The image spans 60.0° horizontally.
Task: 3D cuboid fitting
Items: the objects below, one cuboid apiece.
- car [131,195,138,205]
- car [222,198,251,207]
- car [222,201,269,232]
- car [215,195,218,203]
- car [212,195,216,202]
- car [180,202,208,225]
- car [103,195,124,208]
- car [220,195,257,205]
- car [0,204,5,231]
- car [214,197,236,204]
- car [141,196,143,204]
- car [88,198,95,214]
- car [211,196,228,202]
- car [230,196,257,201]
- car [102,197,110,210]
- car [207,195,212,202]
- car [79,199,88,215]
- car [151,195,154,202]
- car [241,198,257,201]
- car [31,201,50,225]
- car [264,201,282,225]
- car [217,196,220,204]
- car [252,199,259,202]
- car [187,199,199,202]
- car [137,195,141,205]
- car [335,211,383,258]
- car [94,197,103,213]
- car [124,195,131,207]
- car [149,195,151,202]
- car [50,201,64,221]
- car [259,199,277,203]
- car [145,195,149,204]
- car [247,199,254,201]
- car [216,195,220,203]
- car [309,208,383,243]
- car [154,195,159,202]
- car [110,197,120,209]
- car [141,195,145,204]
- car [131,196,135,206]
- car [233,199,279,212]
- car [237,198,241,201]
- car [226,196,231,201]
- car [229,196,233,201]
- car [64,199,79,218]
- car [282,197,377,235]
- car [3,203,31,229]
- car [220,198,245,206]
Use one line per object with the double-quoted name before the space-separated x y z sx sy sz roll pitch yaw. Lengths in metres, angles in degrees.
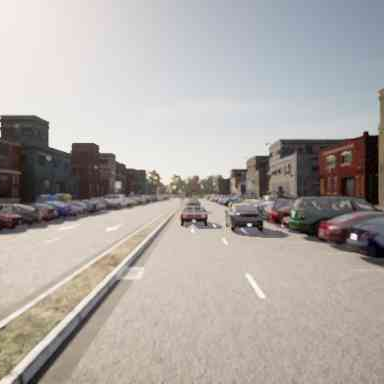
"car" -12.559 1.800 58.800 4.792 1.488 2.163 0 -1 0
"car" 7.703 1.808 57.878 4.674 1.452 2.002 0 -1 0
"car" 3.134 1.547 20.541 1.837 1.490 4.892 0 0 0
"car" 7.666 1.756 68.910 4.553 1.767 2.185 0 -1 0
"car" 7.668 1.658 71.668 5.566 2.045 2.435 0 -1 0
"car" 0.139 1.659 24.398 1.895 1.301 4.718 0 0 0
"car" -12.660 1.556 47.651 4.553 1.767 2.185 0 0 0
"car" 7.674 1.466 52.367 5.566 2.045 2.435 0 -1 0
"car" -12.707 1.543 16.991 4.792 1.488 2.163 0 0 0
"car" 7.665 1.993 77.182 4.792 1.488 2.163 0 -1 0
"car" -12.598 1.849 64.357 4.792 1.488 2.163 0 -1 0
"car" -12.675 1.631 33.665 4.674 1.452 2.002 0 0 0
"car" 7.719 1.977 93.606 4.553 1.767 2.185 0 0 0
"car" 7.517 1.610 38.575 5.366 1.575 1.946 0 0 0
"car" -12.665 1.625 39.224 4.892 1.521 2.231 0 0 0
"car" 7.718 1.832 90.972 5.566 2.045 2.435 0 0 0
"car" -12.693 1.577 31.011 4.892 1.521 2.231 0 0 0
"car" -12.519 1.690 78.249 5.566 2.045 2.435 0 0 0
"car" 7.664 1.609 33.062 4.792 1.488 2.163 0 0 0
"car" -12.710 1.537 22.549 4.892 1.521 2.231 0 0 0
"car" 7.670 1.528 22.033 5.008 1.535 2.097 0 0 0
"car" 7.694 1.796 60.636 5.008 1.535 2.097 0 -1 0
"car" 7.714 1.580 27.546 4.792 1.488 2.163 0 0 0
"car" 0.162 1.652 40.871 1.837 1.490 4.892 0 -1 0
"car" -12.764 1.792 61.580 5.366 1.575 1.946 0 -1 0
"car" 7.687 1.524 11.004 4.792 1.488 2.163 0 0 0
"car" -12.697 1.637 36.444 4.792 1.488 2.163 0 0 0
"car" -12.646 1.451 50.465 5.566 2.045 2.435 0 0 0
"car" -12.542 1.919 75.468 4.892 1.521 2.231 0 -1 0
"car" -12.736 1.577 25.327 4.792 1.488 2.163 0 0 0
"car" 7.649 1.413 24.790 4.553 1.767 2.185 0 0 0
"car" -12.555 1.894 72.688 5.008 1.535 2.097 0 0 0
"car" 7.687 1.605 30.340 4.674 1.452 2.002 0 0 0
"car" 7.695 1.894 66.281 4.674 1.452 2.002 0 -1 0
"car" 7.660 1.541 13.761 4.674 1.452 2.002 0 0 0
"car" -12.535 2.057 92.145 4.892 1.521 2.231 0 0 0
"car" -12.635 1.701 44.780 4.674 1.452 2.002 0 0 0
"car" -12.565 1.843 67.013 5.008 1.535 2.097 0 -1 0
"car" -12.569 1.776 56.022 4.792 1.488 2.163 0 0 0
"car" 7.892 1.628 41.338 5.366 1.575 1.946 0 0 0
"car" 7.669 1.625 35.817 4.792 1.488 2.163 0 0 0
"car" 7.890 1.669 46.853 5.366 1.575 1.946 0 0 0
"car" 7.735 1.681 44.094 4.792 1.488 2.163 0 0 0
"car" -12.691 1.562 28.232 5.008 1.535 2.097 0 0 0
"car" 7.695 1.258 16.519 5.566 2.045 2.435 0 0 0
"car" -12.732 1.524 19.769 5.008 1.535 2.097 0 0 0
"car" 7.696 1.864 63.393 4.674 1.452 2.002 0 -1 0
